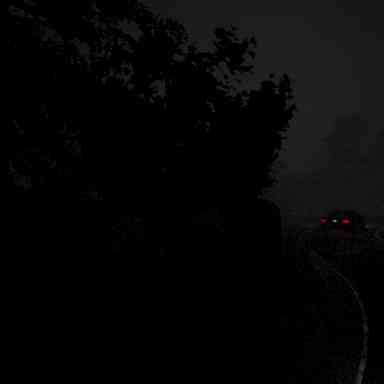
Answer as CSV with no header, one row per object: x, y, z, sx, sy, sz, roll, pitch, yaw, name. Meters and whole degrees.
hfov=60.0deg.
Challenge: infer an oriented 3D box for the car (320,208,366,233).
9.963,1.780,21.745,2.033,1.411,5.357,-1,-1,37,car
